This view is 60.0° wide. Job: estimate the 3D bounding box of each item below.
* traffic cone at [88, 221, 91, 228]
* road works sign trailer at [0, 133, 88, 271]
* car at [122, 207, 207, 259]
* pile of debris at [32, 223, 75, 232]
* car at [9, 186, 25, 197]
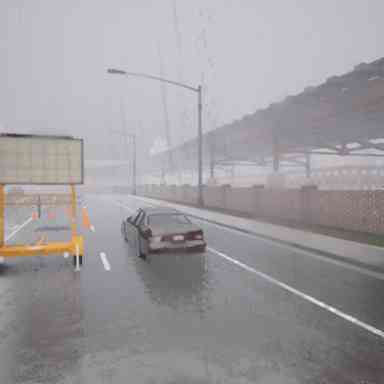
[{"bbox_3d":[-5.227,1.491,16.548,0.340,0.580,0.340,0,2,-19],"label":"traffic cone"},{"bbox_3d":[-4.315,0.194,9.412,2.380,3.560,2.880,0,2,-19],"label":"road works sign trailer"},{"bbox_3d":[-1.198,1.234,11.424,2.033,1.411,5.357,0,2,-19],"label":"car"},{"bbox_3d":[-6.631,1.710,16.063,1.860,0.140,1.500,0,2,-19],"label":"pile of debris"},{"bbox_3d":[-27.814,-0.155,52.977,2.097,1.767,4.553,0,1,-25],"label":"car"}]
